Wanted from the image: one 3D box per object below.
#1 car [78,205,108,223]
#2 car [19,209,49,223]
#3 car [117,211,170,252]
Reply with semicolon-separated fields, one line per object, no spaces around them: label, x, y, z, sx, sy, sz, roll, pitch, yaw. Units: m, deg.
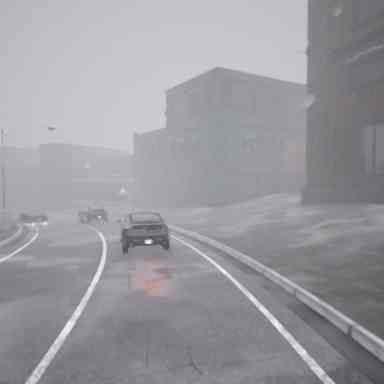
car;-9.388;2.020;31.251;1.837;1.490;4.892;-2;-1;-32
car;-17.216;2.522;36.025;2.033;1.411;5.357;-3;-1;-40
car;-2.157;1.601;14.491;1.837;1.490;4.892;-1;-1;-13
